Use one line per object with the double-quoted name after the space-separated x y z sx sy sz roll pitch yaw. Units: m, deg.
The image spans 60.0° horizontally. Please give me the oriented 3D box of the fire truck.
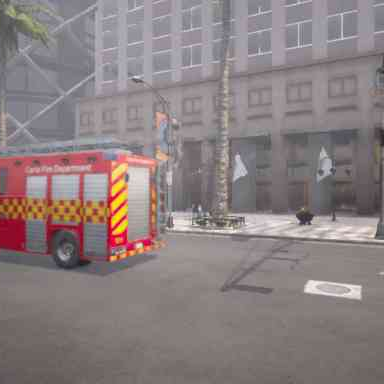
-5.222 0.342 11.900 8.468 3.827 2.891 0 0 26 "fire truck"
